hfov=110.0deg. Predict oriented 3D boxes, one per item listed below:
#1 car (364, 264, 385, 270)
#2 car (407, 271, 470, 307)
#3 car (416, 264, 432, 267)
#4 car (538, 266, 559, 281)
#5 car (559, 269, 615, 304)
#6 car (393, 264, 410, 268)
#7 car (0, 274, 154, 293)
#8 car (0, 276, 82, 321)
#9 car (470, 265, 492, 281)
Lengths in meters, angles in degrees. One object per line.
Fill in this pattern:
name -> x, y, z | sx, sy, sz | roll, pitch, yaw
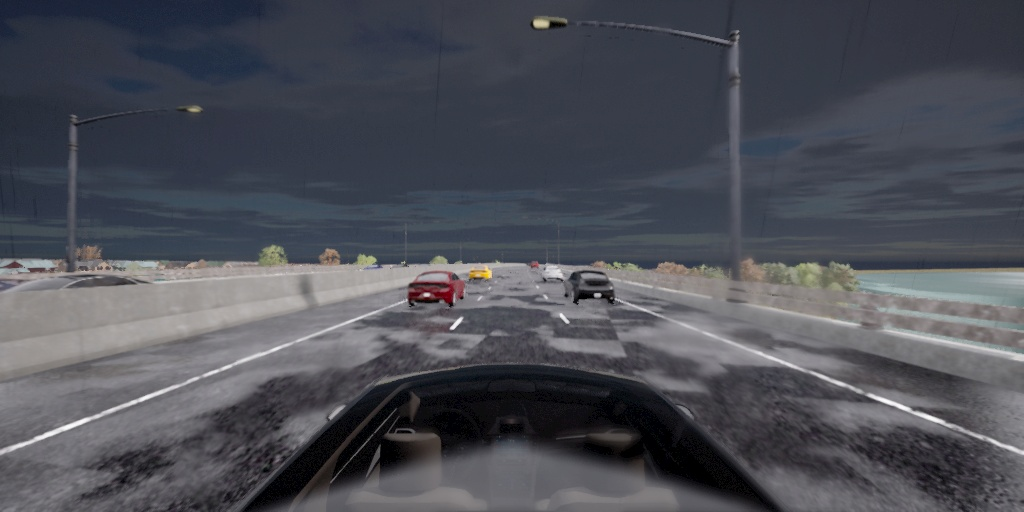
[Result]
car -> -20.316, 1.944, 53.190 | 1.812, 1.442, 4.674 | 0, -1, 2
car -> -3.338, 1.412, 16.615 | 1.882, 1.535, 5.008 | 0, -1, 0
car -> -13.274, 1.919, 54.419 | 1.882, 1.535, 5.008 | 0, -1, 2
car -> 3.904, 1.709, 35.358 | 1.812, 1.442, 4.674 | 0, -1, 1
car -> 3.672, 1.458, 17.715 | 1.837, 1.490, 4.892 | 0, -1, 0
car -> -16.776, 1.942, 54.395 | 1.837, 1.490, 4.892 | 0, -1, 2
car -> -14.072, 1.365, 11.418 | 1.837, 1.490, 4.892 | 0, -1, 0
car -> -17.569, 1.426, 11.709 | 1.994, 1.385, 4.181 | 0, -1, 0
car -> -3.080, 1.660, 35.641 | 1.882, 1.535, 5.008 | 0, -1, 1
